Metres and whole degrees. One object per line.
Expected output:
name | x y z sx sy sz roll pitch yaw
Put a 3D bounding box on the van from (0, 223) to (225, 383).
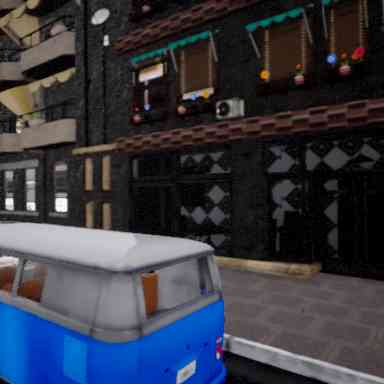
van | -1.554 1.342 4.001 3.998 1.788 1.690 0 -1 36
